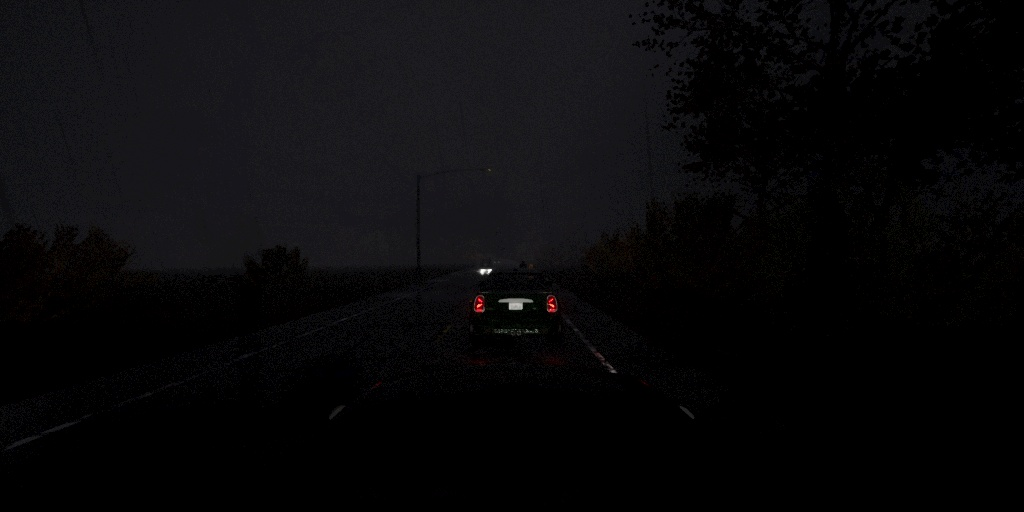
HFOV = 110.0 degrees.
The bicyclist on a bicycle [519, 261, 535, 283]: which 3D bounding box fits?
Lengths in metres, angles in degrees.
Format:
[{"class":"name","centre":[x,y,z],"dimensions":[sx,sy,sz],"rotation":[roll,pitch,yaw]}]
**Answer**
[{"class":"bicyclist on a bicycle","centre":[0.904,1.181,17.173],"dimensions":[0.866,1.612,1.509],"rotation":[0,0,0]}]

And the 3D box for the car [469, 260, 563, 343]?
[{"class":"car","centre":[0.073,1.099,9.829],"dimensions":[2.097,1.767,4.553],"rotation":[0,0,0]}]

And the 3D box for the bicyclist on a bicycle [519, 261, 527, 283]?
[{"class":"bicyclist on a bicycle","centre":[0.842,1.193,27.290],"dimensions":[0.582,1.620,1.656],"rotation":[0,0,0]}]

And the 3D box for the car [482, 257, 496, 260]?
[{"class":"car","centre":[-4.009,1.227,56.026],"dimensions":[2.128,1.511,4.902],"rotation":[0,0,-1]}]
